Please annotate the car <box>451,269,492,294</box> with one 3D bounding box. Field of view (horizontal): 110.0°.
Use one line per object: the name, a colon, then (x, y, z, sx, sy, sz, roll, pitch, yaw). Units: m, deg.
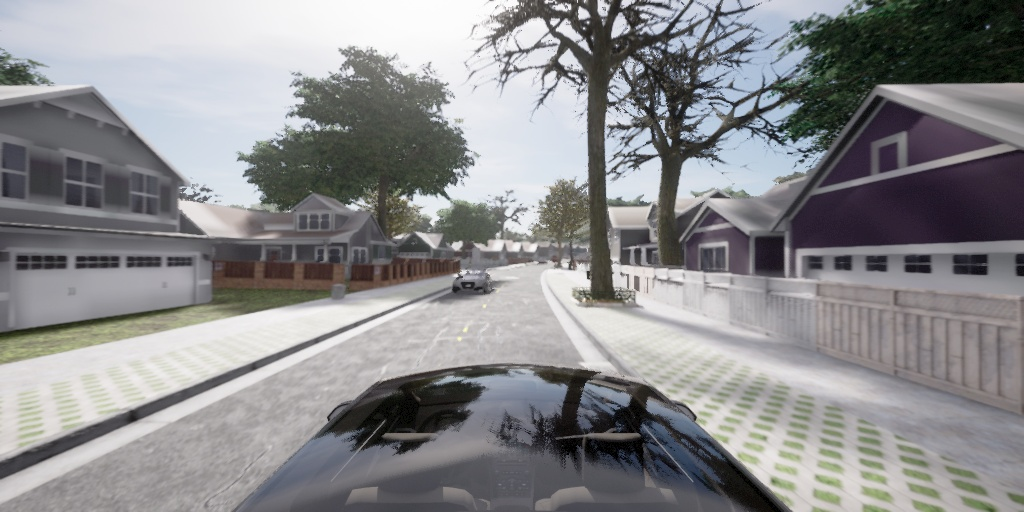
car: (-2.308, 1.451, 21.586, 1.994, 1.385, 4.181, 0, 0, 3)
